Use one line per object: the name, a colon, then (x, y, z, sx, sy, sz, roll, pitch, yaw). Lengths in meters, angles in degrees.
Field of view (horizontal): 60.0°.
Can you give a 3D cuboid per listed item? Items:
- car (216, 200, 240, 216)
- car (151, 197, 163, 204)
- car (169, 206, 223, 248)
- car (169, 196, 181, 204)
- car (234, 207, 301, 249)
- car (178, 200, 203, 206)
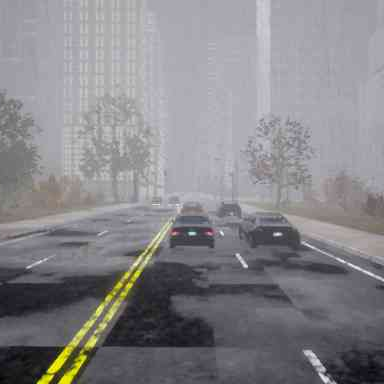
car: (3.261, 1.510, 29.627, 1.837, 1.490, 4.892, 0, 0, 0)
car: (-6.477, 1.561, 62.655, 2.033, 1.411, 5.357, 0, 0, 0)
car: (0.005, 1.562, 14.627, 2.033, 1.411, 5.357, 0, 0, 0)
car: (-3.227, 1.519, 62.654, 1.837, 1.490, 4.892, 0, 0, 0)
car: (3.255, 1.572, 14.626, 1.994, 1.385, 4.181, 0, 0, 0)
car: (0.011, 1.566, 29.628, 1.994, 1.385, 4.181, 0, 0, 0)
